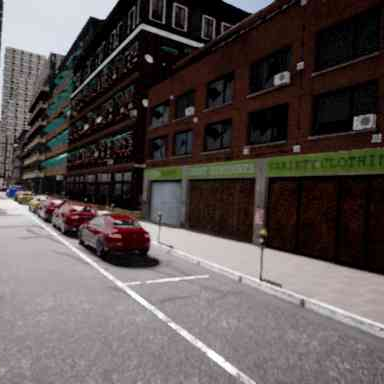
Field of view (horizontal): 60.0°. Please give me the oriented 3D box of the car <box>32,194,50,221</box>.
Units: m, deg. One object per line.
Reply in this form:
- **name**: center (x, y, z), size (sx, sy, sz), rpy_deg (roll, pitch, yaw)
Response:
- **car**: center (-8.885, 1.075, 21.711), size (1.887, 1.381, 4.507), rpy_deg (4, 0, -32)

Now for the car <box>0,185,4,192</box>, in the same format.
- **car**: center (-41.958, -0.765, 74.812), size (1.967, 1.590, 4.097), rpy_deg (4, -1, -32)

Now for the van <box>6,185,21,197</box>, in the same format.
- **van**: center (-26.915, -0.087, 50.676), size (1.690, 1.788, 3.998), rpy_deg (4, -1, -32)

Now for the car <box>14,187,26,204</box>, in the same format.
- **car**: center (-17.995, 0.567, 36.336), size (1.752, 1.417, 4.829), rpy_deg (4, -1, -32)

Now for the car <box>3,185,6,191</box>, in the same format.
- **car**: center (-30.024, -0.065, 55.647), size (1.752, 1.417, 4.829), rpy_deg (4, -1, -32)

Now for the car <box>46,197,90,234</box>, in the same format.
- **car**: center (-5.879, 1.239, 16.884), size (1.887, 1.381, 4.507), rpy_deg (4, 0, -32)

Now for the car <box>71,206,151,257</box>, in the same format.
- **car**: center (-2.874, 1.440, 12.055), size (1.802, 1.307, 4.206), rpy_deg (4, 0, -32)

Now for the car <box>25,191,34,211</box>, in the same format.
- **car**: center (-11.981, 0.888, 26.682), size (1.752, 1.417, 4.829), rpy_deg (4, 0, -32)

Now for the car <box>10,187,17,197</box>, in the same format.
- **car**: center (-20.916, 0.469, 41.019), size (1.802, 1.307, 4.206), rpy_deg (4, -1, -32)
